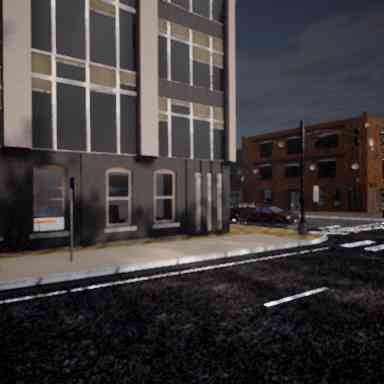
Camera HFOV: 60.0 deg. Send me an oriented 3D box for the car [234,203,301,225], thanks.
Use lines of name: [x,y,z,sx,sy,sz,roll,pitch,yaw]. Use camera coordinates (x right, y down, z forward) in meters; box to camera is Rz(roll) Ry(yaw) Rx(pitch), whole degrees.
car: [6.379,1.868,27.737,2.033,1.411,5.357,-1,-1,-37]

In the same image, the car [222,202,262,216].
car: [5.749,1.961,38.463,2.008,1.369,4.403,-2,0,-37]

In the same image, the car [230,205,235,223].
car: [2.124,1.963,28.870,1.947,1.339,4.313,-2,0,-37]
